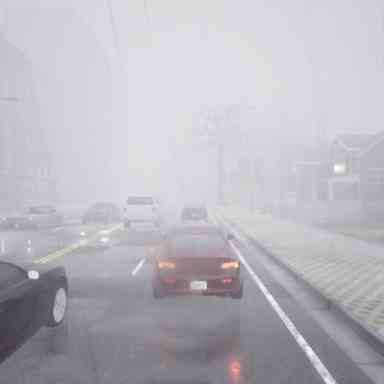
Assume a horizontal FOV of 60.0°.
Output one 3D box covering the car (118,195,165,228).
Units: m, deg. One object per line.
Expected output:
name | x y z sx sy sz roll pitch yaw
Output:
car | -3.071 1.191 22.064 2.150 2.045 5.566 0 0 0

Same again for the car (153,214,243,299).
car | 0.128 1.516 8.300 1.812 1.442 4.674 0 0 0

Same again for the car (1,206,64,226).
car | -9.778 1.573 20.823 1.895 1.301 4.718 0 0 0

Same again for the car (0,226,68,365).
car | -3.139 1.473 3.968 1.882 1.535 5.008 0 0 0

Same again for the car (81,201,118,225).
car | -6.515 1.472 24.150 1.837 1.490 4.892 0 0 0

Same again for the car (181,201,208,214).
car | 0.189 1.443 25.280 1.882 1.535 5.008 0 0 0
